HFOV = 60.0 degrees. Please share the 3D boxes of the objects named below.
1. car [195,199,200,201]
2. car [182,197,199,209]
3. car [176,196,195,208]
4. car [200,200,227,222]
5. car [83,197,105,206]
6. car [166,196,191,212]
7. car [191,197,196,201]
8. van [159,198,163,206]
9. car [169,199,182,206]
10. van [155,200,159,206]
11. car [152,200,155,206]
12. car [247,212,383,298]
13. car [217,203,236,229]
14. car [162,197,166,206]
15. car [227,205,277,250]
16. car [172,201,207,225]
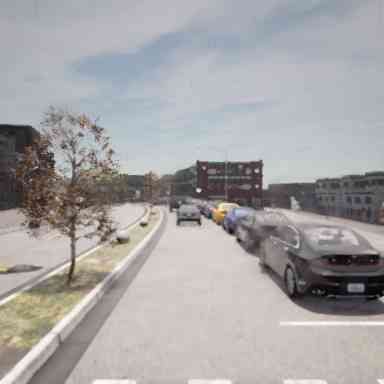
[{"bbox_3d":[1.816,1.721,36.334,2.163,1.488,4.792,0,0,-5],"label":"car"},{"bbox_3d":[-0.289,1.722,52.775,2.185,1.767,4.553,0,-1,-9],"label":"car"},{"bbox_3d":[-1.225,1.683,58.308,2.435,2.045,5.566,0,-1,-10],"label":"car"},{"bbox_3d":[2.309,1.520,30.629,2.185,1.767,4.553,0,0,-4],"label":"car"},{"bbox_3d":[-22.048,2.222,75.836,5.566,2.045,2.435,0,-2,-15],"label":"car"},{"bbox_3d":[-1.857,1.482,42.678,2.150,2.045,5.566,0,-1,-7],"label":"car"},{"bbox_3d":[0.550,1.782,47.201,2.231,1.521,4.892,0,0,-7],"label":"car"},{"bbox_3d":[-6.091,2.282,80.021,1.878,1.987,4.442,0,-2,-14],"label":"van"},{"bbox_3d":[-3.443,2.214,69.121,2.002,1.452,4.674,0,-1,-12],"label":"car"},{"bbox_3d":[-7.573,2.479,85.354,1.878,1.987,4.442,0,-2,-15],"label":"van"},{"bbox_3d":[-9.126,2.943,90.575,2.163,1.488,4.792,0,-2,-16],"label":"car"},{"bbox_3d":[3.000,1.495,8.504,2.231,1.521,4.892,0,0,0],"label":"car"},{"bbox_3d":[2.884,1.596,19.571,2.002,1.452,4.674,0,0,-1],"label":"car"},{"bbox_3d":[-4.710,2.368,74.514,2.002,1.452,4.674,0,-2,-13],"label":"car"},{"bbox_3d":[2.994,1.517,14.024,2.231,1.521,4.892,0,0,0],"label":"car"},{"bbox_3d":[-0.327,1.671,25.538,2.033,1.411,5.357,0,0,-3],"label":"car"}]
